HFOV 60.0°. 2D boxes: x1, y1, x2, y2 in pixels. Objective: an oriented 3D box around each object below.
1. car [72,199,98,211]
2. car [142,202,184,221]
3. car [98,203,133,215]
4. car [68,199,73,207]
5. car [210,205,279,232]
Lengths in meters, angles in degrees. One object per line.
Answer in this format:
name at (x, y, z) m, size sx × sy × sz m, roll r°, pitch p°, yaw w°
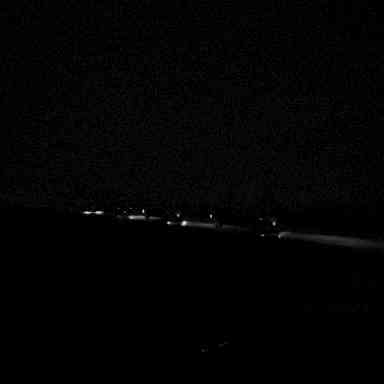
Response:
car at (-14.194, 1.834, 44.943) m, size 1.837 × 1.490 × 4.892 m, roll 1°, pitch -1°, yaw -36°
car at (-2.535, 1.635, 28.728) m, size 2.128 × 1.511 × 4.902 m, roll 1°, pitch -1°, yaw -36°
car at (-8.341, 1.833, 36.778) m, size 1.895 × 1.301 × 4.718 m, roll 1°, pitch -1°, yaw -36°
car at (-20.756, 2.029, 58.995) m, size 1.882 × 1.535 × 5.008 m, roll 1°, pitch -1°, yaw -36°
car at (3.188, 1.561, 20.877) m, size 2.128 × 1.511 × 4.902 m, roll 1°, pitch -1°, yaw -37°
